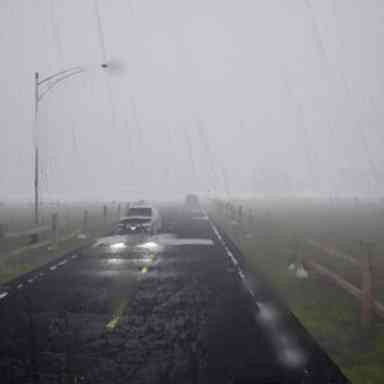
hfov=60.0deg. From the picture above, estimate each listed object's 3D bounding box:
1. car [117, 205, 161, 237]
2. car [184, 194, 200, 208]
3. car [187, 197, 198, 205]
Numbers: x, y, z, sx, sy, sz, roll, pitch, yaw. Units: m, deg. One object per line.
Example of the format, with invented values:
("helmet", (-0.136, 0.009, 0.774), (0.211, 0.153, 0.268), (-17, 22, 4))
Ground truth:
("car", (-2.794, 1.535, 18.372), (1.837, 1.490, 4.892), (0, -1, 1))
("car", (0.036, 1.299, 50.326), (2.150, 2.045, 5.566), (0, 0, 0))
("car", (0.042, 1.658, 60.715), (1.994, 1.385, 4.181), (0, 0, 0))
